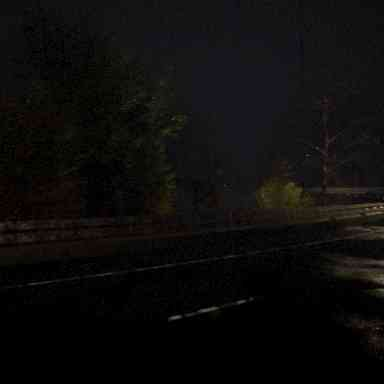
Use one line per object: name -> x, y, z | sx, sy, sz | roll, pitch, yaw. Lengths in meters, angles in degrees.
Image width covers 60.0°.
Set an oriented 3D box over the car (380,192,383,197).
car -> 45.061, 1.126, 75.400 | 1.812, 1.442, 4.674 | 0, 1, 10
